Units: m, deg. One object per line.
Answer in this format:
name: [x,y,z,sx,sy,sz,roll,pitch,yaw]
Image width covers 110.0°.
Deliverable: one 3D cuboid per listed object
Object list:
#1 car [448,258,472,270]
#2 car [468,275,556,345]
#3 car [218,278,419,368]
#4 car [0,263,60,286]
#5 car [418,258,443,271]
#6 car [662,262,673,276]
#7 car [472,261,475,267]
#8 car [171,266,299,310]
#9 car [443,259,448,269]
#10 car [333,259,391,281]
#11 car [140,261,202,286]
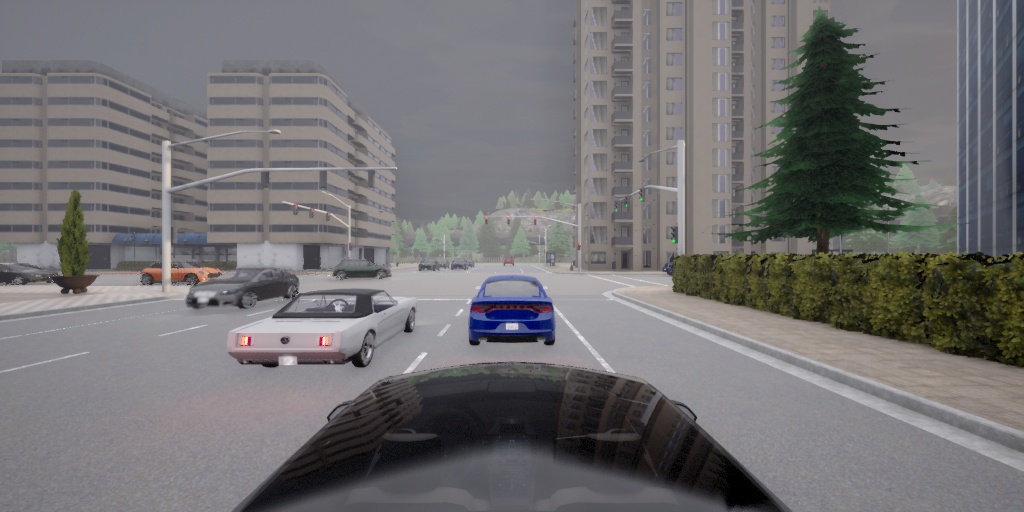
car: [-7.547,1.102,52.124,2.097,1.767,4.553,0,0,0]
car: [-0.004,1.228,9.495,1.882,1.535,5.008,0,0,0]
car: [-3.496,1.351,7.829,1.895,1.301,4.718,0,0,0]
car: [-34.347,1.254,24.800,4.892,1.490,1.837,0,0,0]
car: [-11.012,1.102,47.905,2.097,1.767,4.553,0,0,0]
car: [17.892,0.971,35.442,5.566,2.045,2.150,0,0,0]
car: [-7.610,1.297,62.565,2.033,1.411,5.357,0,0,1]
car: [-10.711,1.241,14.722,2.128,1.511,4.902,0,0,-4]
car: [-11.083,1.255,56.990,1.837,1.490,4.892,0,0,0]
car: [-12.698,1.102,30.533,4.553,1.767,2.097,0,0,-22]
car: [-22.552,1.102,24.697,4.553,1.767,2.097,0,0,1]
